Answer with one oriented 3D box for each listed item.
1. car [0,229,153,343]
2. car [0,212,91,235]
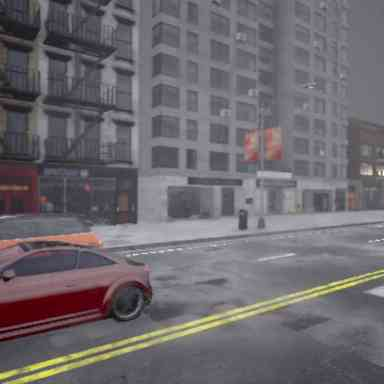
[{"bbox_3d":[-2.778,1.568,5.693,4.181,1.385,1.994,0,0,-35],"label":"car"},{"bbox_3d":[-4.597,1.356,8.390,4.553,1.767,2.097,0,0,-35],"label":"car"}]
